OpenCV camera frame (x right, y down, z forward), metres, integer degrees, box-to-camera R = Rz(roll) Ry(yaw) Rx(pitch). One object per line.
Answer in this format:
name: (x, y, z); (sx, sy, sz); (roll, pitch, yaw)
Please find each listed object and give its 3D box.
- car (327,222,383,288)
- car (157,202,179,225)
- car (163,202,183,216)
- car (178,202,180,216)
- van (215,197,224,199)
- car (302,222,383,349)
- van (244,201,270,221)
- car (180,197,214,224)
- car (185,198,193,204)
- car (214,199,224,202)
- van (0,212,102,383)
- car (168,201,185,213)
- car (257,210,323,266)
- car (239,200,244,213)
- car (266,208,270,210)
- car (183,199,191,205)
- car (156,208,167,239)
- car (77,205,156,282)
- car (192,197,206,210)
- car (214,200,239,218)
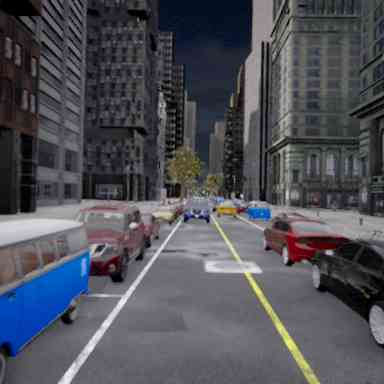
car: (5.904, 1.781, 9.922); (2.008, 1.369, 4.403); (1, -1, 1)
car: (-2.282, 1.752, 26.527); (1.752, 1.417, 4.829); (1, -1, 1)
car: (-2.042, 1.893, 37.744); (1.887, 1.381, 4.507); (1, -1, 1)
car: (-2.161, 1.833, 32.220); (1.887, 1.381, 4.507); (1, -1, 1)
van: (7.558, 2.426, 86.562); (1.690, 1.788, 3.998); (1, -1, 1)
car: (3.851, 1.630, 6.454); (1.882, 1.535, 5.008); (1, -1, 3)
van: (6.391, 1.811, 32.018); (1.690, 1.788, 3.998); (1, -1, 1)
car: (0.440, 1.526, 28.451); (2.150, 2.045, 5.566); (1, -1, 1)
car: (-0.856, 2.510, 91.926); (1.887, 1.381, 4.507); (1, -1, 1)
car: (3.958, 2.149, 48.031); (1.994, 1.385, 4.181); (1, -1, 1)
van: (-2.747, 1.331, 4.603); (1.690, 1.788, 3.998); (1, -1, 1)
car: (-1.924, 1.953, 43.267); (1.887, 1.381, 4.507); (1, -1, 1)
car: (3.985, 1.694, 12.403); (1.882, 1.535, 5.008); (1, -1, 0)
car: (6.627, 2.135, 43.062); (1.887, 1.381, 4.507); (1, -1, 1)
car: (6.144, 1.932, 20.969); (1.802, 1.307, 4.206); (1, -1, 1)
car: (-1.094, 2.364, 81.179); (1.752, 1.417, 4.829); (1, -1, 1)
car: (-2.515, 1.654, 15.648); (1.887, 1.381, 4.507); (1, -1, 1)
car: (-2.628, 1.364, 10.127); (2.192, 1.841, 5.009); (1, -1, 1)
car: (1.098, 1.813, 54.242); (2.150, 2.045, 5.566); (1, -1, 1)
car: (3.752, 1.940, 36.717); (1.882, 1.535, 5.008); (1, -1, 2)
